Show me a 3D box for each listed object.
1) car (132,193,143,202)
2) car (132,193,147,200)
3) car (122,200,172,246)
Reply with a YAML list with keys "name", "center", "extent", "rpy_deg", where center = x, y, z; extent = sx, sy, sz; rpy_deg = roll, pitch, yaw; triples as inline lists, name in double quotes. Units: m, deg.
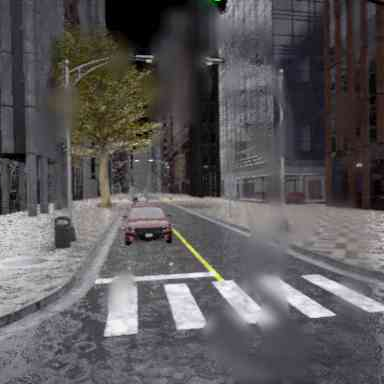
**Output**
- name: "car"
  center: [-10.212, 0.998, 62.361]
  extent: [1.837, 1.490, 4.892]
  rpy_deg: [-1, 0, -10]
- name: "car"
  center: [-5.672, 1.222, 36.036]
  extent: [1.812, 1.442, 4.674]
  rpy_deg: [-1, 1, -10]
- name: "car"
  center: [-2.046, 1.340, 14.999]
  extent: [1.882, 1.535, 5.008]
  rpy_deg: [-1, 1, -10]
